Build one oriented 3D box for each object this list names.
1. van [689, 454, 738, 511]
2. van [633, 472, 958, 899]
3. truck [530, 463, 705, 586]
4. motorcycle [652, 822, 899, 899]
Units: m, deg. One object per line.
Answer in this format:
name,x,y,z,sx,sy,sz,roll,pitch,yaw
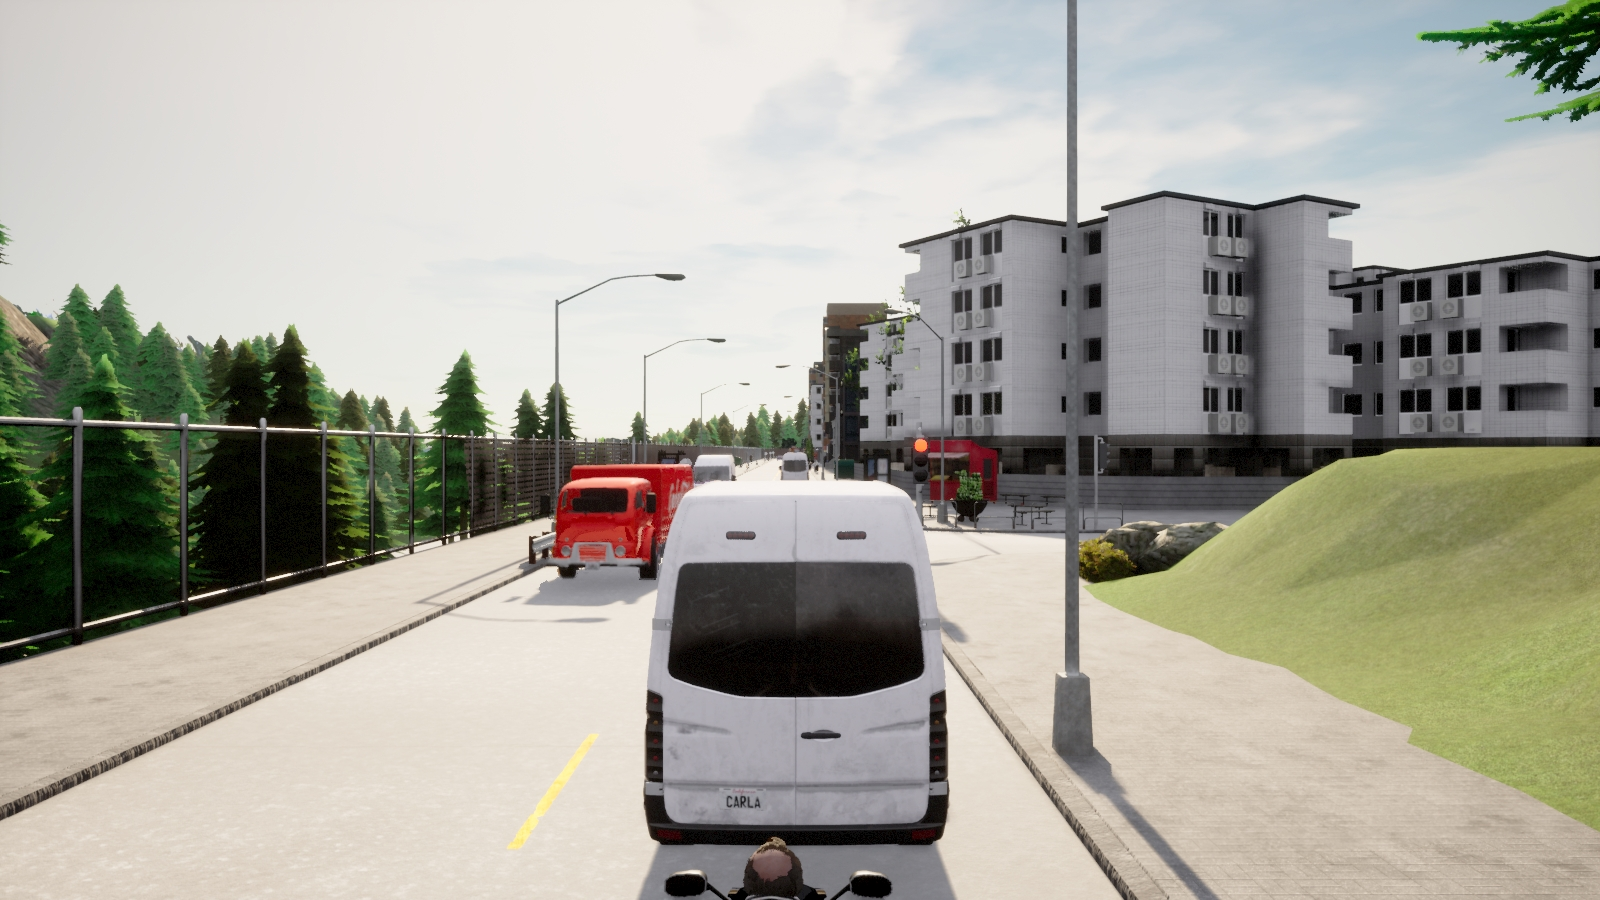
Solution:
van,-4.246,1.528,56.685,1.988,2.561,5.915,0,1,0
van,-0.034,1.534,9.946,1.988,2.561,5.915,0,0,0
truck,-3.996,1.567,26.185,2.627,2.467,5.204,-1,0,6
motorcycle,-0.090,2.205,3.746,0.867,1.251,2.209,0,0,1
